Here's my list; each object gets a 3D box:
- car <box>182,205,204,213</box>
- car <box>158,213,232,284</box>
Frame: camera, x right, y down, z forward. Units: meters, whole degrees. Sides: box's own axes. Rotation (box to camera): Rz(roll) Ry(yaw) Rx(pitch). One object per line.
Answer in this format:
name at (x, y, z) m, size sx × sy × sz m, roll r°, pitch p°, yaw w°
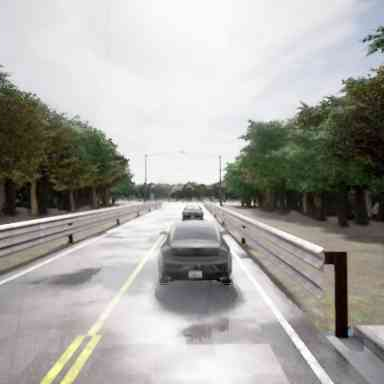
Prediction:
car at (0.082, 1.897, 30.821) m, size 1.895 × 1.301 × 4.718 m, roll 0°, pitch -1°, yaw 0°
car at (0.081, 1.601, 9.862) m, size 1.837 × 1.490 × 4.892 m, roll 0°, pitch 0°, yaw 0°
